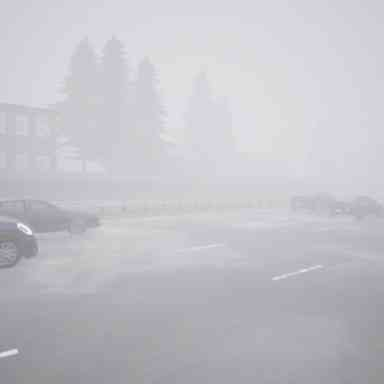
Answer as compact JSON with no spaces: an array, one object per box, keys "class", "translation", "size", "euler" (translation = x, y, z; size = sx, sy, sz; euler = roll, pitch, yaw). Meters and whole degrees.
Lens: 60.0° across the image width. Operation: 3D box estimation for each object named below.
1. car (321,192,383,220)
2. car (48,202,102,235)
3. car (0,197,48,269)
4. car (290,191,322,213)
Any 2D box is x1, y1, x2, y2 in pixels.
[{"class":"car","translation":[10.447,0.888,21.103],"size":[4.674,1.442,1.812],"euler":[-1,3,-39]},{"class":"car","translation":[-6.116,0.910,12.134],"size":[5.357,1.411,2.033],"euler":[-1,3,-39]},{"class":"car","translation":[-6.081,0.897,7.642],"size":[4.553,1.767,2.097],"euler":[-1,3,-39]},{"class":"car","translation":[9.319,0.672,24.677],"size":[5.008,1.535,1.882],"euler":[-1,3,-39]}]
